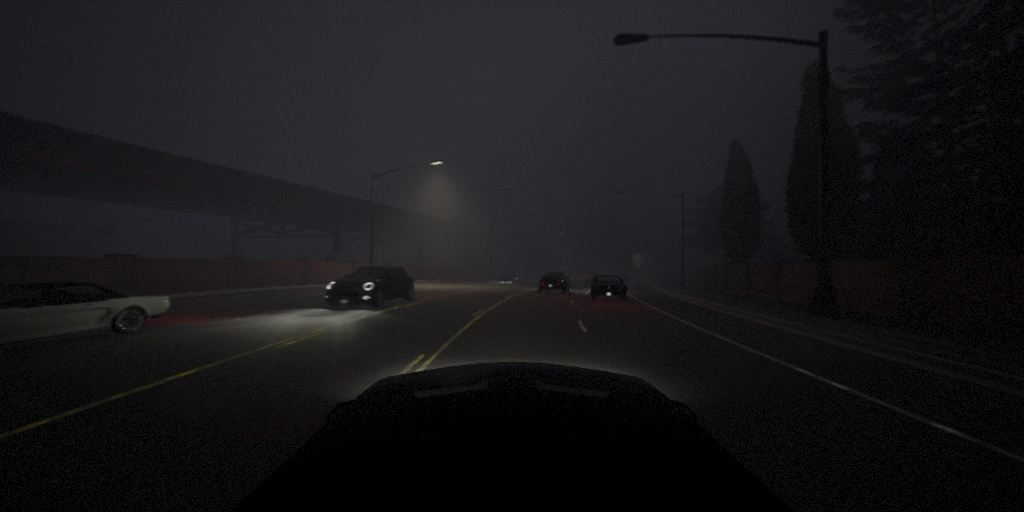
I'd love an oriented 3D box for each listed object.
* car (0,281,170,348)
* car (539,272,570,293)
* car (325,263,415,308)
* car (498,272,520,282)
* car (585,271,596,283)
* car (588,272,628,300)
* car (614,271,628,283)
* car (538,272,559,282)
[{"bbox_3d":[-10.377,1.237,7.537,1.895,1.301,4.718,1,-1,3],"label":"car"},{"bbox_3d":[3.042,1.820,25.385,1.812,1.442,4.674,0,-2,14],"label":"car"},{"bbox_3d":[-6.059,1.196,15.822,2.097,1.767,4.553,1,-1,8],"label":"car"},{"bbox_3d":[-0.379,2.852,49.703,1.994,1.385,4.181,0,-3,20],"label":"car"},{"bbox_3d":[12.090,3.071,52.980,2.097,1.767,4.553,0,-3,20],"label":"car"},{"bbox_3d":[5.544,1.777,20.918,1.895,1.301,4.718,1,-2,12],"label":"car"},{"bbox_3d":[18.104,3.492,59.411,2.097,1.767,4.553,0,-3,20],"label":"car"},{"bbox_3d":[5.892,3.294,56.802,2.033,1.411,5.357,0,-3,20],"label":"car"}]
